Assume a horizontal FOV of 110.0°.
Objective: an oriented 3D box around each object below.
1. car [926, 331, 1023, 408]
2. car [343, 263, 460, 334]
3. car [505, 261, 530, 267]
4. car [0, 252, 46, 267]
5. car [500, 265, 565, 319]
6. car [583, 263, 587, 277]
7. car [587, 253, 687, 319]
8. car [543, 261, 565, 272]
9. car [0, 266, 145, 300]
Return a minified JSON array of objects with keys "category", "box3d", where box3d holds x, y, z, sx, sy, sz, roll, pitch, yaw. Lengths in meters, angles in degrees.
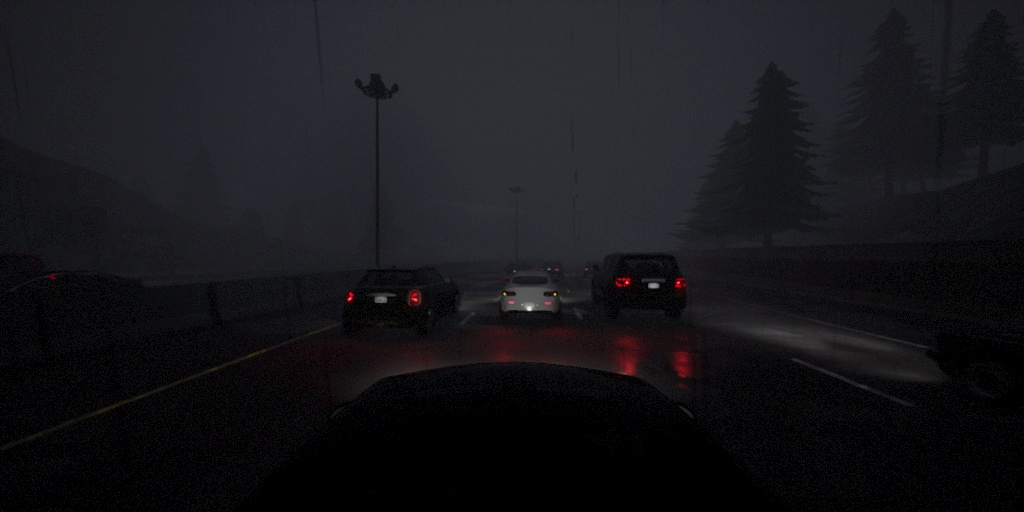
[{"category":"car","box3d":[7.171,1.351,3.217,1.895,1.301,4.718,0,0,1]},{"category":"car","box3d":[-2.947,1.042,10.557,2.097,1.767,4.553,0,0,4]},{"category":"car","box3d":[0.793,1.143,34.534,1.895,1.301,4.718,0,0,14]},{"category":"car","box3d":[-17.219,0.893,10.261,2.150,2.045,5.566,0,0,4]},{"category":"car","box3d":[0.667,1.209,12.346,1.812,1.442,4.674,0,0,4]},{"category":"car","box3d":[7.312,1.116,31.822,2.033,1.411,5.357,0,0,14]},{"category":"car","box3d":[4.198,0.907,12.691,2.150,2.045,5.566,0,0,5]},{"category":"car","box3d":[3.506,1.117,30.876,2.033,1.411,5.357,0,0,13]},{"category":"car","box3d":[-13.678,1.168,10.311,2.128,1.511,4.902,0,0,4]}]
